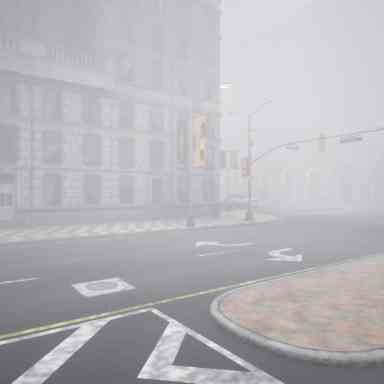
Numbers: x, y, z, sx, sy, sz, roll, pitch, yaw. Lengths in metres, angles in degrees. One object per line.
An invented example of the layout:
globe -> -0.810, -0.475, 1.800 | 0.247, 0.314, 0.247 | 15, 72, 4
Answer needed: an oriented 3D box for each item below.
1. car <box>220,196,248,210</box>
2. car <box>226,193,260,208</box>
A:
car -> 4.725, 1.564, 43.414 | 1.994, 1.385, 4.181 | 0, 0, -36
car -> 6.897, 1.221, 46.378 | 2.150, 2.045, 5.566 | 0, 0, -37
